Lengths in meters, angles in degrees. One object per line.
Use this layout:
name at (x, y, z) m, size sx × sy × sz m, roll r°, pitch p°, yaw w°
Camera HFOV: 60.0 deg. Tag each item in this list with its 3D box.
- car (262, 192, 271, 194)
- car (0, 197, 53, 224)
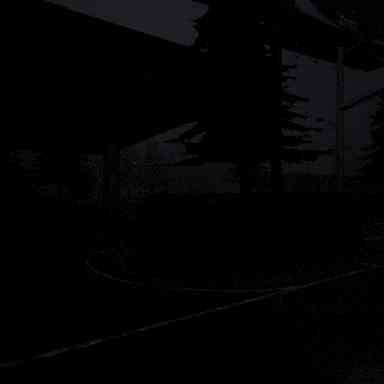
car at (6.181, 1.045, 28.667) m, size 2.150 × 2.045 × 5.566 m, roll 0°, pitch 1°, yaw -34°
car at (-12.018, 1.312, 23.448) m, size 3.866 × 1.878 × 1.905 m, roll 0°, pitch 0°, yaw -36°
